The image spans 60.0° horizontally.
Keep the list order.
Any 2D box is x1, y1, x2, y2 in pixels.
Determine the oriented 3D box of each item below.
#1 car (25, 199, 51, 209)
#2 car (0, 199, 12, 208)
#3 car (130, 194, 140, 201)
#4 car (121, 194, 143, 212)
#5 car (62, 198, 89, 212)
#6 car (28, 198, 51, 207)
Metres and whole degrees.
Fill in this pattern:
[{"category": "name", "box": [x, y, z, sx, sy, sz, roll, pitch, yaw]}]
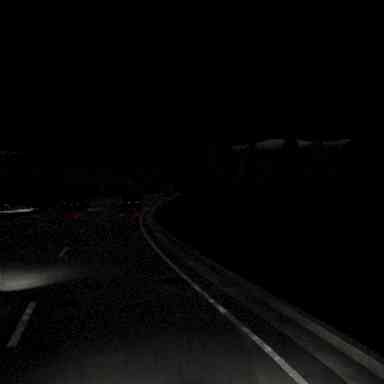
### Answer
[{"category": "car", "box": [-22.708, 1.826, 49.188, 1.895, 1.301, 4.718, -1, 0, 0]}, {"category": "car", "box": [-29.713, 1.807, 51.205, 2.128, 1.511, 4.902, -1, 0, 0]}, {"category": "car", "box": [-15.179, 1.420, 89.046, 2.097, 1.767, 4.553, -1, 0, -1]}, {"category": "car", "box": [-7.141, 1.259, 39.624, 2.150, 2.045, 5.566, -1, 1, -4]}, {"category": "car", "box": [-14.170, 1.477, 40.687, 2.097, 1.767, 4.553, -1, 0, -3]}, {"category": "car", "box": [-26.263, 1.836, 57.541, 1.994, 1.385, 4.181, -1, 0, 0]}]
